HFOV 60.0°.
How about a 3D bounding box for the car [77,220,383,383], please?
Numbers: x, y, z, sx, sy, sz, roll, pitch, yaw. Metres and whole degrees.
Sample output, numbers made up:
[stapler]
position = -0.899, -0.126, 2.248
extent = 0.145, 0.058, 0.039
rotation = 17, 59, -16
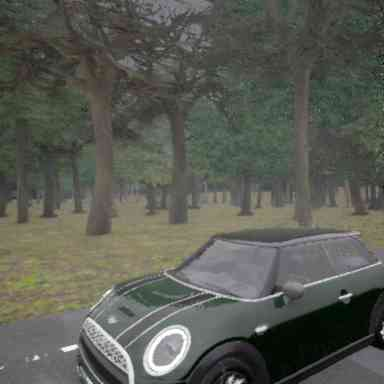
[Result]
[car]
position = 0.867, 1.341, 4.572
extent = 4.553, 1.767, 2.097
rotation = 0, 0, -35
